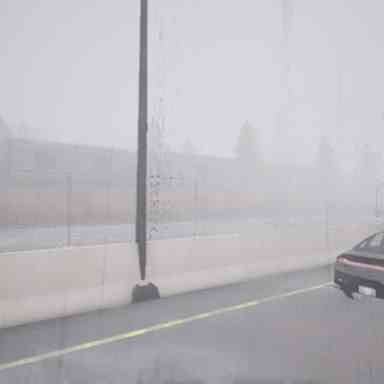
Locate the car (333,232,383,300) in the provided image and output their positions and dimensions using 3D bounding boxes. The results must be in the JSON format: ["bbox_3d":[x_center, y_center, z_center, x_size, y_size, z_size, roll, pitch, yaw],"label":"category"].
[{"bbox_3d":[5.137,1.607,7.412,4.902,1.511,2.128,1,-1,-35],"label":"car"}]
